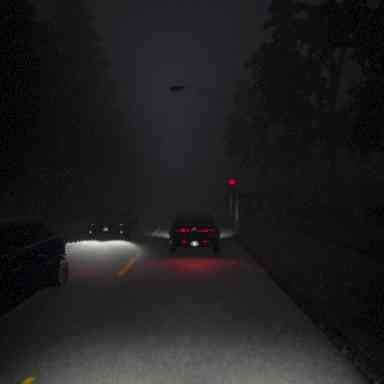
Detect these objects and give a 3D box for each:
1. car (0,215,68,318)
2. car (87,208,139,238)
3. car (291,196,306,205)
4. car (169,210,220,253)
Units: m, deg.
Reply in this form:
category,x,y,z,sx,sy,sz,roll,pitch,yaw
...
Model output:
category,x,y,z,sx,sy,sz,roll,pitch,yaw
car,-4.094,1.348,6.266,2.097,1.767,4.553,0,0,0
car,-4.008,1.554,17.472,1.994,1.385,4.181,0,0,0
car,15.762,1.271,50.262,1.994,1.381,4.181,0,0,0
car,0.091,1.497,13.683,1.837,1.490,4.892,0,0,0
